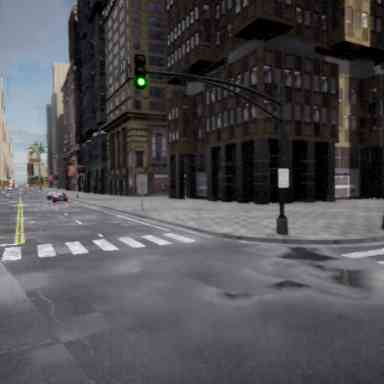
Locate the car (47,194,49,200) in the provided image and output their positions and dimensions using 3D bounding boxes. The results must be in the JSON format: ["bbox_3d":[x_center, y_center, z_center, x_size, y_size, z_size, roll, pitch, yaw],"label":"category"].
[{"bbox_3d":[-23.612,0.641,56.788,1.812,1.442,4.674,-2,1,-27],"label":"car"}]

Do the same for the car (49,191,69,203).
[{"bbox_3d":[-19.060,0.765,47.974,1.812,1.442,4.674,-2,1,-27],"label":"car"}]
